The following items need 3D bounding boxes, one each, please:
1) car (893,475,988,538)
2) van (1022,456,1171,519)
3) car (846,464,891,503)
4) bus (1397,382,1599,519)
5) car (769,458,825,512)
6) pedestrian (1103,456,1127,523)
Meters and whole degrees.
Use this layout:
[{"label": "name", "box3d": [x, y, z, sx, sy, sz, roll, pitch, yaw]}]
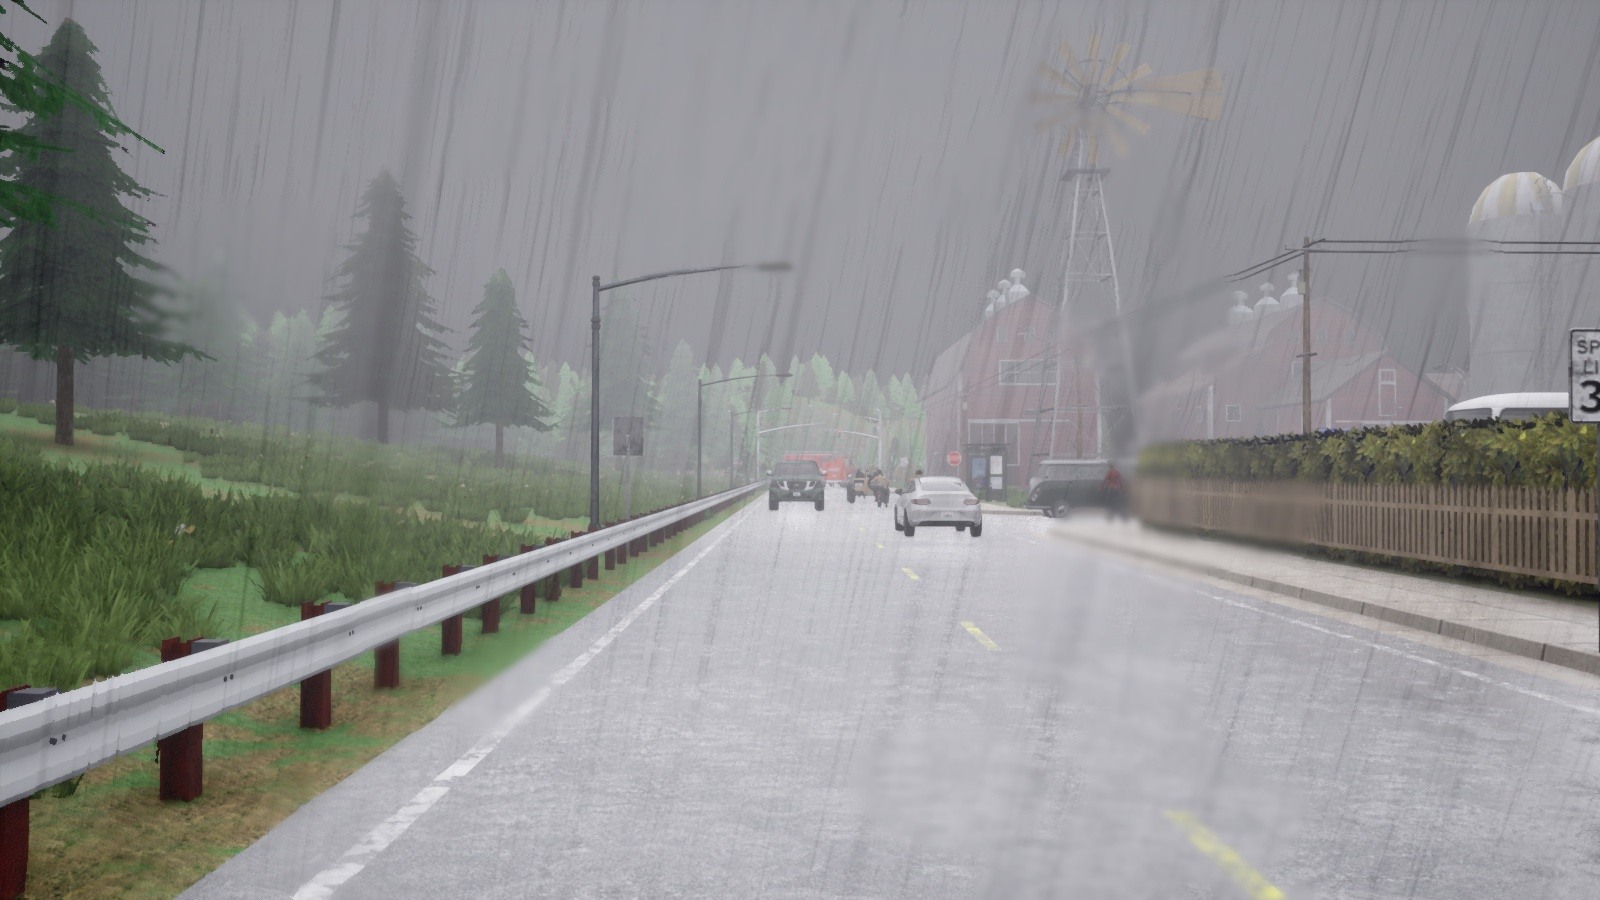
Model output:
[{"label": "car", "box3d": [3.427, 1.352, 31.400, 1.812, 1.442, 4.674, 0, -1, 0]}, {"label": "van", "box3d": [9.701, 1.216, 41.280, 4.442, 1.987, 1.775, -1, -1, -1]}, {"label": "car", "box3d": [3.354, 1.662, 62.376, 1.932, 1.855, 4.605, 0, -1, 0]}, {"label": "bus", "box3d": [25.797, 0.028, 41.450, 10.273, 4.253, 3.944, -1, -1, 0]}, {"label": "car", "box3d": [-0.119, 1.382, 50.680, 2.150, 2.045, 5.566, 0, -1, 0]}, {"label": "pedestrian", "box3d": [8.779, 1.097, 34.980, 0.331, 1.846, 0.636, 0, -1, -23]}]
